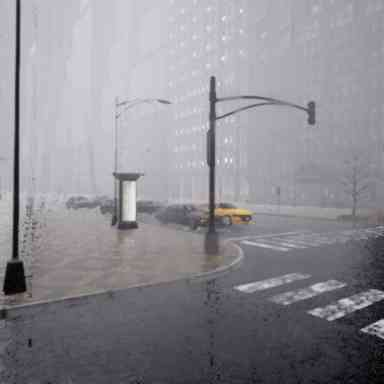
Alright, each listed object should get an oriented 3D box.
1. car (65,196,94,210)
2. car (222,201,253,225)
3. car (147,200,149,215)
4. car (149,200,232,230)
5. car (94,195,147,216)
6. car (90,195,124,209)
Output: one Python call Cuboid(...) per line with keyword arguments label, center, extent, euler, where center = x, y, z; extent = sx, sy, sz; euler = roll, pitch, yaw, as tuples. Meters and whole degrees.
Cuboid(label="car", center=(-12.539, 1.172, 36.989), extent=(2.033, 1.411, 5.357), euler=(1, 0, -36))
Cuboid(label="car", center=(1.999, 1.383, 22.848), extent=(1.882, 1.535, 5.008), euler=(1, 0, -37))
Cuboid(label="car", center=(-3.917, 1.383, 30.812), extent=(1.895, 1.301, 4.718), euler=(1, 0, -37))
Cuboid(label="car", center=(-0.285, 1.428, 20.469), extent=(2.033, 1.411, 5.357), euler=(1, 0, -37))
Cuboid(label="car", center=(-6.211, 1.249, 28.452), extent=(2.128, 1.511, 4.902), euler=(1, 0, -37))
Cuboid(label="car", center=(-10.109, 1.144, 39.164), extent=(2.128, 1.511, 4.902), euler=(1, 0, -37))
